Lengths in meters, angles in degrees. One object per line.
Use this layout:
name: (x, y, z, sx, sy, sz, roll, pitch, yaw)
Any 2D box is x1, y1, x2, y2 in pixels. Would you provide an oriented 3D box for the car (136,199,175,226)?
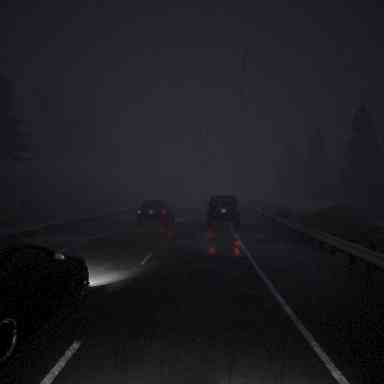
car: (-2.455, 1.328, 23.416, 2.097, 1.767, 4.553, 0, 0, 4)

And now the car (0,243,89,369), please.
car: (-3.282, 1.556, 5.673, 1.994, 1.385, 4.181, 0, 0, 1)

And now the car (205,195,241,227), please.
car: (2.065, 1.205, 22.504, 2.150, 2.045, 5.566, 0, 0, 4)

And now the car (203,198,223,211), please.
car: (2.714, 1.510, 41.247, 2.033, 1.411, 5.357, 0, 0, 8)

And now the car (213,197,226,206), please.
car: (4.672, 1.551, 55.361, 1.895, 1.301, 4.718, 0, 0, 8)
